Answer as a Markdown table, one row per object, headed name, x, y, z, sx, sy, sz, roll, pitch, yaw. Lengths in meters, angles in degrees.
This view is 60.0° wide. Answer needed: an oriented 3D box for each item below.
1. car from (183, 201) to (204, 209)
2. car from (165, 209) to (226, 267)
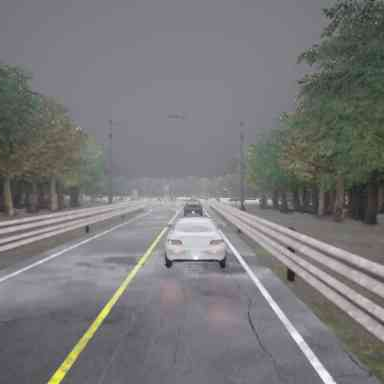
| name | x | y | z | sx | sy | sz | roll | pitch | yaw |
| --- | --- | --- | --- | --- | --- | --- | --- | --- | --- |
| car | 0.124 | 1.630 | 33.362 | 1.837 | 1.490 | 4.892 | 1 | 0 | 0 |
| car | 0.106 | 1.541 | 11.397 | 1.812 | 1.442 | 4.674 | 0 | 0 | 0 |
